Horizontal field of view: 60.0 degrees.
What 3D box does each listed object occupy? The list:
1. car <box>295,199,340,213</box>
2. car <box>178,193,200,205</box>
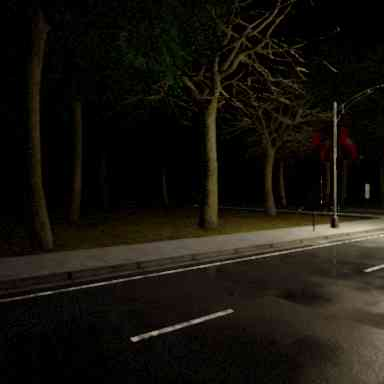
[{"bbox_3d":[13.746,1.484,36.506,1.837,1.490,4.892,0,0,-37],"label":"car"},{"bbox_3d":[-0.041,1.181,54.838,2.150,2.045,5.566,0,0,-37],"label":"car"}]
